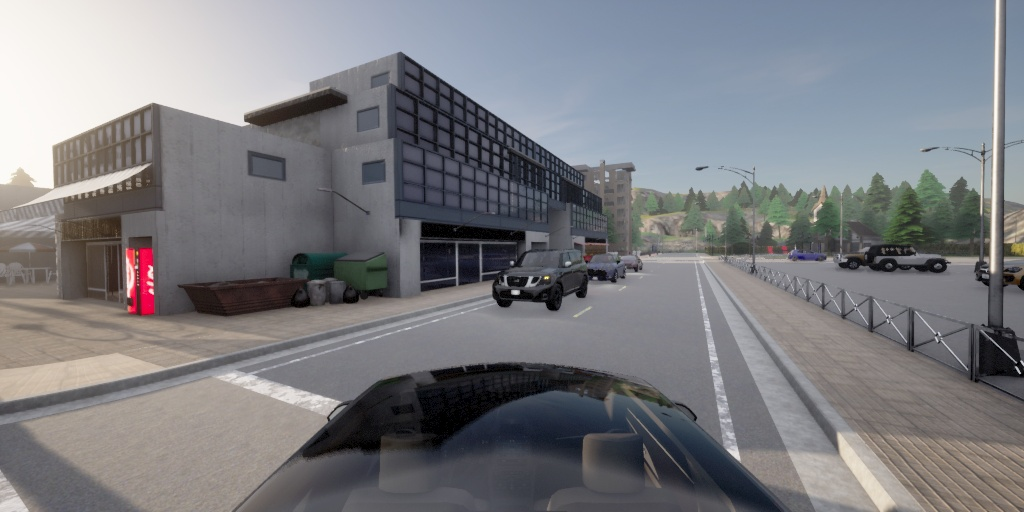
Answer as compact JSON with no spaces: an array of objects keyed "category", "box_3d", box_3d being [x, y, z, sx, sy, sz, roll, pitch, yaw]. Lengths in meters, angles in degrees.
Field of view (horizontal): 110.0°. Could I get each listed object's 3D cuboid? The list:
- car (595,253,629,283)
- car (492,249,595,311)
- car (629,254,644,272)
[{"category":"car","box_3d":[5.777,0.651,22.600,2.097,1.767,4.553,0,1,27]},{"category":"car","box_3d":[1.351,0.743,13.816,2.150,2.045,5.566,0,1,27]},{"category":"car","box_3d":[10.387,0.594,31.735,1.812,1.442,4.674,0,1,27]}]
